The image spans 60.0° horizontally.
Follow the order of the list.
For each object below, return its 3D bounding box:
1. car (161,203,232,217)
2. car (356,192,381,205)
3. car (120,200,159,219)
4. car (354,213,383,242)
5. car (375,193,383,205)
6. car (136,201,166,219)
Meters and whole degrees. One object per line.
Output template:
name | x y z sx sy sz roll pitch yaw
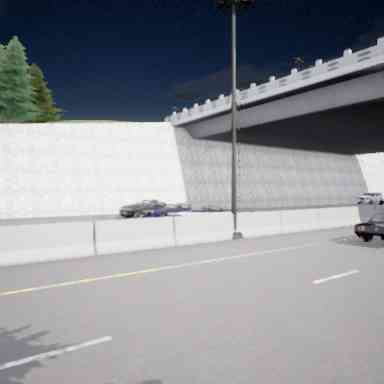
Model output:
car | 0.657 1.556 21.662 4.718 1.301 1.895 0 0 -36
car | 29.595 1.011 55.147 5.566 2.045 2.150 0 0 -35
car | -3.427 1.559 27.347 4.718 1.301 1.895 0 0 -36
car | 9.235 1.540 14.638 4.718 1.301 1.895 0 0 -36
car | 31.435 1.336 52.163 5.357 1.411 2.033 0 0 -35
car | -1.379 1.558 24.508 4.718 1.301 1.895 0 0 -36
